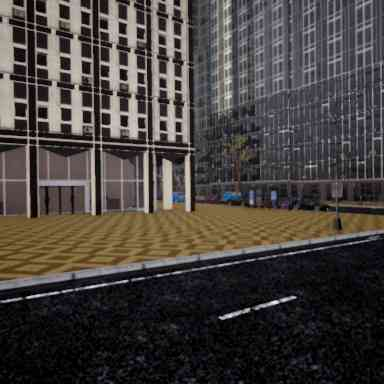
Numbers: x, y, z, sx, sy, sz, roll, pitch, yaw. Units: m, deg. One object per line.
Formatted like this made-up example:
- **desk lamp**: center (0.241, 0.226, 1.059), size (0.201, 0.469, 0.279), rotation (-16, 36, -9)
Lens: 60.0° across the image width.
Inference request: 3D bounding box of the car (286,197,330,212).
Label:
- **car**: center (13.010, 1.425, 36.702), size (1.947, 1.339, 4.313), rotation (0, 1, -34)

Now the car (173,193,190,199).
- **car**: center (-2.344, 0.938, 74.377), size (1.802, 1.307, 4.206), rotation (0, 1, -34)

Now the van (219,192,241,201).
- **van**: center (7.251, 0.857, 60.279), size (1.690, 1.788, 3.998), rotation (0, 1, -34)

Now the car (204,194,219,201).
- **car**: center (4.053, 1.045, 64.980), size (1.802, 1.307, 4.206), rotation (0, 1, -34)

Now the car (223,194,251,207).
- **car**: center (6.676, 1.321, 46.142), size (1.947, 1.339, 4.313), rotation (0, 1, -34)

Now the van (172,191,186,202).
- **van**: center (-2.874, 0.939, 60.263), size (1.690, 1.788, 3.998), rotation (0, 1, -34)

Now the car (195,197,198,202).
- **car**: center (-0.903, 1.152, 62.097), size (1.895, 1.301, 4.718), rotation (-1, 1, -34)

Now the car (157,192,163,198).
- **car**: center (-5.543, 0.617, 79.071), size (2.192, 1.841, 5.009), rotation (0, 1, -34)

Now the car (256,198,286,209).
- **car**: center (9.826, 1.389, 41.412), size (1.802, 1.307, 4.206), rotation (0, 1, -34)

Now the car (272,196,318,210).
- **car**: center (12.839, 1.324, 41.771), size (2.033, 1.411, 5.357), rotation (-1, 1, -34)
